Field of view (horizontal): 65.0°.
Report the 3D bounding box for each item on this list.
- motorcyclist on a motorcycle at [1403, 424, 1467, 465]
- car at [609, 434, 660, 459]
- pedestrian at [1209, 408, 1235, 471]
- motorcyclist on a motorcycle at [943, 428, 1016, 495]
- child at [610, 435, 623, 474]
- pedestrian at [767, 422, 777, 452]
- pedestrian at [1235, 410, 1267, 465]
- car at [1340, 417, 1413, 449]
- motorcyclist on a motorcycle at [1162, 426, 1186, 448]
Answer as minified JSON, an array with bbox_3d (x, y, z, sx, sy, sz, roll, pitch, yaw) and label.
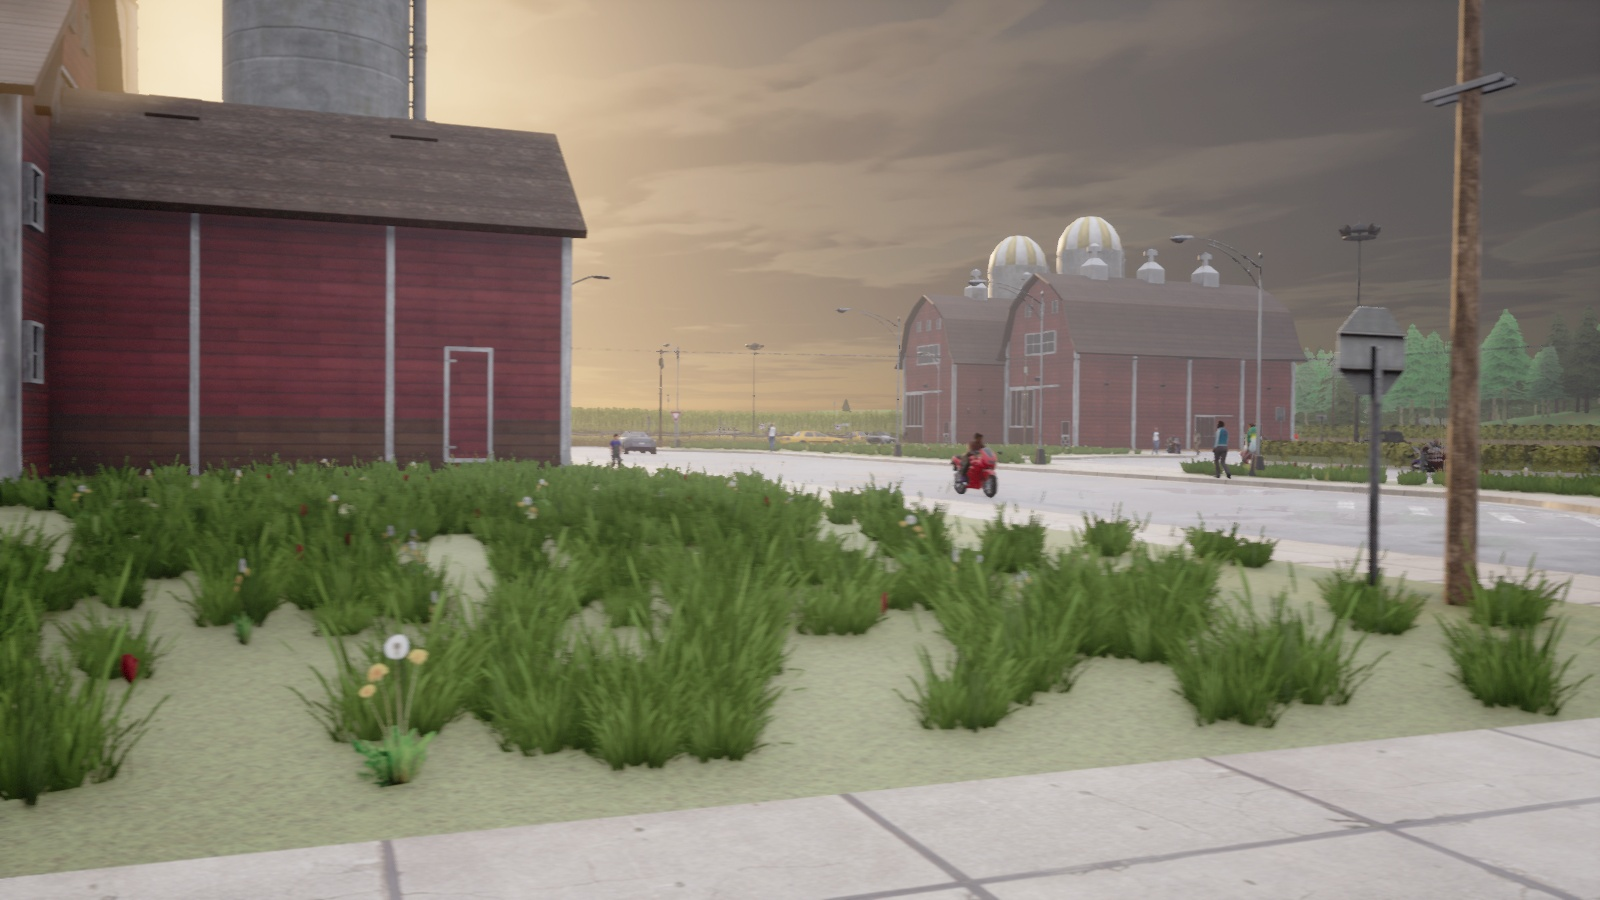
[{"bbox_3d":[24.554,-0.223,48.578,0.866,1.530,2.191,-1,1,-21],"label":"motorcyclist on a motorcycle"},{"bbox_3d":[-9.832,-0.240,74.226,1.994,1.385,4.181,-1,1,-22],"label":"car"},{"bbox_3d":[13.066,-0.321,38.922,0.396,1.930,0.692,-1,1,-21],"label":"pedestrian"},{"bbox_3d":[4.218,0.251,29.694,0.797,1.523,2.044,-1,1,-22],"label":"motorcyclist on a motorcycle"},{"bbox_3d":[-5.948,0.132,40.741,0.270,1.263,0.437,-1,1,-27],"label":"child"},{"bbox_3d":[-1.712,-0.777,76.769,0.354,1.836,0.706,-1,1,-27],"label":"pedestrian"},{"bbox_3d":[16.228,-0.458,45.213,0.659,1.952,0.873,-1,1,-27],"label":"pedestrian"},{"bbox_3d":[35.607,-1.054,77.644,1.905,1.878,3.866,-1,1,-21],"label":"car"},{"bbox_3d":[27.088,-0.942,91.001,0.866,1.530,2.191,-1,1,-7],"label":"motorcyclist on a motorcycle"}]
